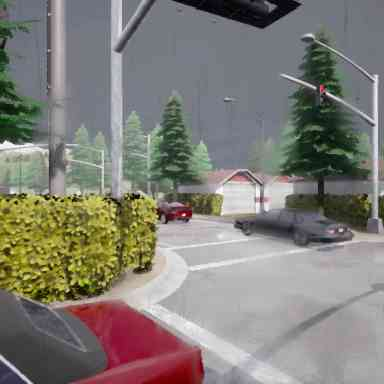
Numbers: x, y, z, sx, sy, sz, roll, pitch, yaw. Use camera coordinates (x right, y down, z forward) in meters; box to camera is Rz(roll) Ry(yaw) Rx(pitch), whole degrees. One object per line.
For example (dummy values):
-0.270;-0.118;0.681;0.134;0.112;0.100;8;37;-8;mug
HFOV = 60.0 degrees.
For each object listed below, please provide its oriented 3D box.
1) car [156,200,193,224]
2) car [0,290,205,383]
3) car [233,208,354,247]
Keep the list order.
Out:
-1.945;1.305;23.380;1.882;1.535;5.008;-1;1;-35;car
-2.295;1.604;2.368;4.718;1.301;1.895;0;0;-36;car
4.253;1.422;14.787;2.033;1.411;5.357;0;2;-35;car
